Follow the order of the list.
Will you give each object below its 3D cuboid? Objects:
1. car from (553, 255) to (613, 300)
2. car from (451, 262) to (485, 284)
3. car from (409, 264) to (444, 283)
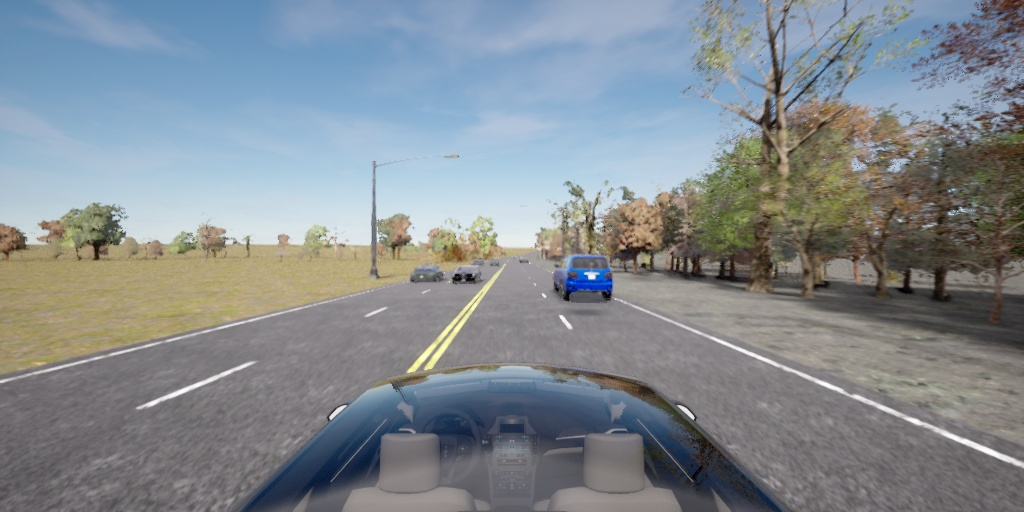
[{"bbox_3d":[3.369,0.955,17.803,2.150,2.045,5.566,1,1,0],"label":"car"},{"bbox_3d":[-3.337,1.368,26.847,1.895,1.301,4.718,0,0,0],"label":"car"},{"bbox_3d":[-6.582,1.331,28.088,1.994,1.385,4.181,0,0,0],"label":"car"}]
